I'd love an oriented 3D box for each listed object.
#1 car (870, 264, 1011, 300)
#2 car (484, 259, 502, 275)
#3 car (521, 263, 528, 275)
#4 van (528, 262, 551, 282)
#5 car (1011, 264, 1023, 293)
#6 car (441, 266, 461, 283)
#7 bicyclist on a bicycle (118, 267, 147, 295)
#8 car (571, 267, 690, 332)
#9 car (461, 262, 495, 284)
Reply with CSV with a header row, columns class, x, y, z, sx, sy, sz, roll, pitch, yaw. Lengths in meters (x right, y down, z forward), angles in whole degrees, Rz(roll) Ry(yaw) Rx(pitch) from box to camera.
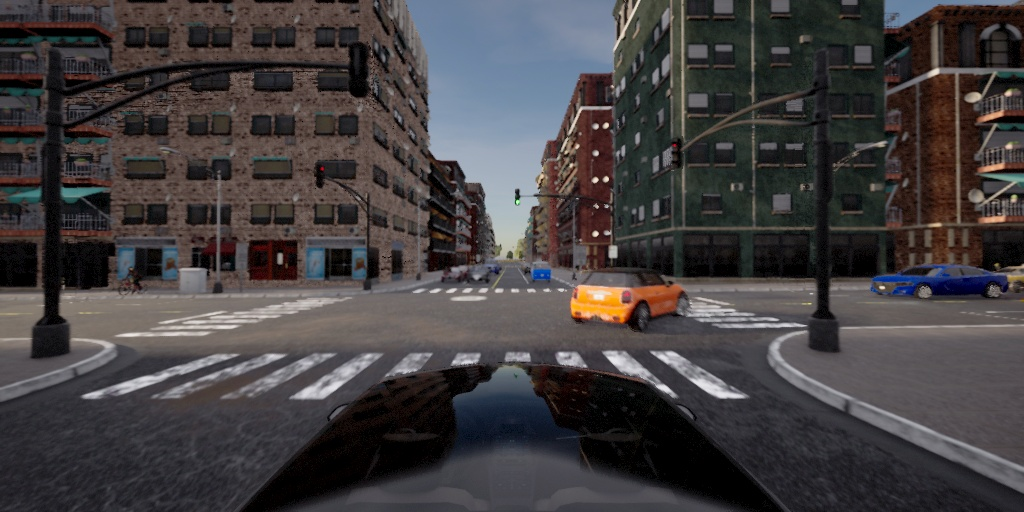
class,x,y,z,sx,sy,sz,roll,pitch,yaw
car,19.498,1.150,16.506,5.008,1.535,1.882,-1,-1,-1
car,-2.818,1.453,47.218,2.150,2.045,5.566,0,1,1
car,2.577,1.827,49.181,1.948,1.339,4.313,0,0,0
van,2.573,1.423,32.380,1.690,1.789,3.998,0,0,0
car,18.714,1.067,10.943,4.097,1.591,1.967,0,0,-1
car,-5.274,1.666,32.543,1.802,1.307,4.207,0,0,0
bicyclist on a bicycle,-22.724,1.510,21.504,0.582,1.620,1.656,-1,0,0
car,3.873,1.151,11.426,2.097,1.767,4.553,-1,0,44
car,-2.845,1.560,31.320,2.128,1.511,4.902,0,0,0
